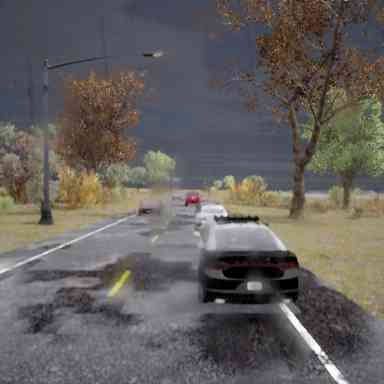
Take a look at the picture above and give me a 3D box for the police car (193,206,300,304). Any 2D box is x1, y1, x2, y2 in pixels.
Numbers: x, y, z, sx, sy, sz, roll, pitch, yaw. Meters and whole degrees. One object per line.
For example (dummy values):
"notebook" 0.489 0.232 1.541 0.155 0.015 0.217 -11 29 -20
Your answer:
"police car" 1.066 1.376 8.224 1.930 1.638 5.238 0 0 0

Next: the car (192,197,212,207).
"car" 1.123 1.360 24.108 1.837 1.490 4.892 0 0 0

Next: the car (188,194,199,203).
"car" 0.230 1.157 59.524 1.812 1.442 4.674 0 0 0

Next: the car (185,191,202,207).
"car" 0.205 0.941 45.324 2.150 2.045 5.566 0 0 1

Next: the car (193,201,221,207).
"car" 1.097 1.417 18.109 1.812 1.442 4.674 0 0 0

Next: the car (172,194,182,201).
"car" -3.223 1.085 70.021 1.812 1.442 4.674 0 0 0

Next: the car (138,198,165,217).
"car" -3.503 1.300 29.334 1.882 1.535 5.008 0 0 0
